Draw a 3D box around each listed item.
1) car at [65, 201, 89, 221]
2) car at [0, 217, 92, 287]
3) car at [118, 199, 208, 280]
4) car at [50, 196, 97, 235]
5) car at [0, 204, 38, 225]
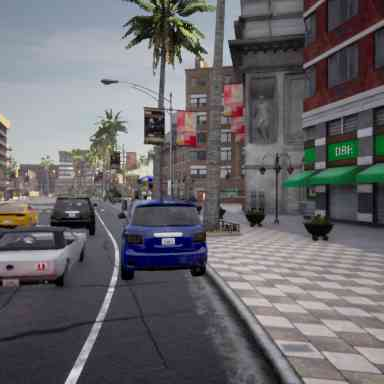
[{"bbox_3d":[-9.592,1.517,27.914,1.812,1.442,4.674,0,0,-18],"label":"car"},{"bbox_3d":[-4.118,1.598,9.116,1.895,1.301,4.718,0,0,-9],"label":"car"},{"bbox_3d":[-1.055,1.218,10.220,2.150,2.045,5.566,0,0,-11],"label":"car"},{"bbox_3d":[-6.539,1.216,18.582,2.150,2.045,5.566,0,0,-17],"label":"car"},{"bbox_3d":[-10.785,1.468,20.510,1.882,1.535,5.008,0,0,-17],"label":"car"}]
